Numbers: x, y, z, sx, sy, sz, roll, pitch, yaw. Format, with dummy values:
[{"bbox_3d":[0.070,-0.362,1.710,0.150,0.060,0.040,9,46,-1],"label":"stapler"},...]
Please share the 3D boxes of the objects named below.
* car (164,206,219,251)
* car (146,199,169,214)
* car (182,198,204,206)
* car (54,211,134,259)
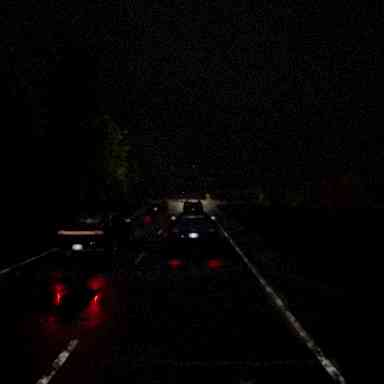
[{"bbox_3d":[0.067,1.515,13.925,1.994,1.385,4.181,0,0,0],"label":"car"},{"bbox_3d":[-3.398,1.401,33.300,1.812,1.442,4.674,0,0,0],"label":"car"},{"bbox_3d":[0.100,1.370,32.421,2.128,1.511,4.902,0,0,0],"label":"car"},{"bbox_3d":[-3.443,1.447,12.483,2.128,1.511,4.902,0,0,1],"label":"car"}]
